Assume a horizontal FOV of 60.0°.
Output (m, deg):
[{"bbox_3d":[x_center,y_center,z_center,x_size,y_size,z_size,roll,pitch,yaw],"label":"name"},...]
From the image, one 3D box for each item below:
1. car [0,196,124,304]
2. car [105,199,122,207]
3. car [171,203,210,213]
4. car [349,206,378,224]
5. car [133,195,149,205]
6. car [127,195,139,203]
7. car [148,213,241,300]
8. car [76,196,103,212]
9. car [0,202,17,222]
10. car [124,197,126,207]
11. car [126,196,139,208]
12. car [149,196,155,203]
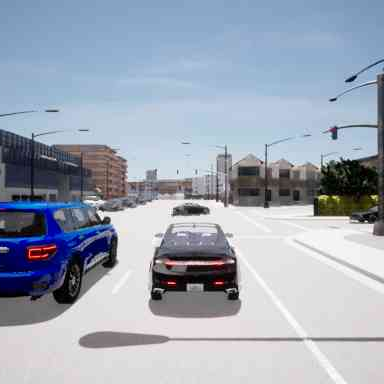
[{"bbox_3d":[-3.442,1.239,8.343,2.150,2.045,5.566,0,0,0],"label":"car"},{"bbox_3d":[-14.136,2.019,59.854,1.895,1.301,4.718,0,0,0],"label":"car"},{"bbox_3d":[-0.124,1.836,35.616,4.181,1.385,1.994,0,-1,-34],"label":"car"},{"bbox_3d":[15.071,1.686,25.515,5.357,1.411,2.033,0,-1,0],"label":"car"},{"bbox_3d":[-10.586,1.850,68.073,1.837,1.490,4.892,0,0,0],"label":"car"},{"bbox_3d":[-14.093,1.549,79.533,2.097,1.767,4.553,0,0,0],"label":"car"},{"bbox_3d":[0.059,1.506,8.387,2.128,1.511,4.902,0,0,0],"label":"car"},{"bbox_3d":[-14.159,1.599,46.428,2.150,2.045,5.566,0,0,0],"label":"car"},{"bbox_3d":[-17.385,1.650,27.239,1.882,1.535,5.008,2,1,42],"label":"car"},{"bbox_3d":[-10.649,1.711,44.511,2.097,1.767,4.553,0,0,0],"label":"car"},{"bbox_3d":[-10.650,1.934,56.203,1.837,1.490,4.892,0,0,0],"label":"car"},{"bbox_3d":[-10.592,1.738,78.642,2.033,1.411,5.357,0,0,0],"label":"car"}]
